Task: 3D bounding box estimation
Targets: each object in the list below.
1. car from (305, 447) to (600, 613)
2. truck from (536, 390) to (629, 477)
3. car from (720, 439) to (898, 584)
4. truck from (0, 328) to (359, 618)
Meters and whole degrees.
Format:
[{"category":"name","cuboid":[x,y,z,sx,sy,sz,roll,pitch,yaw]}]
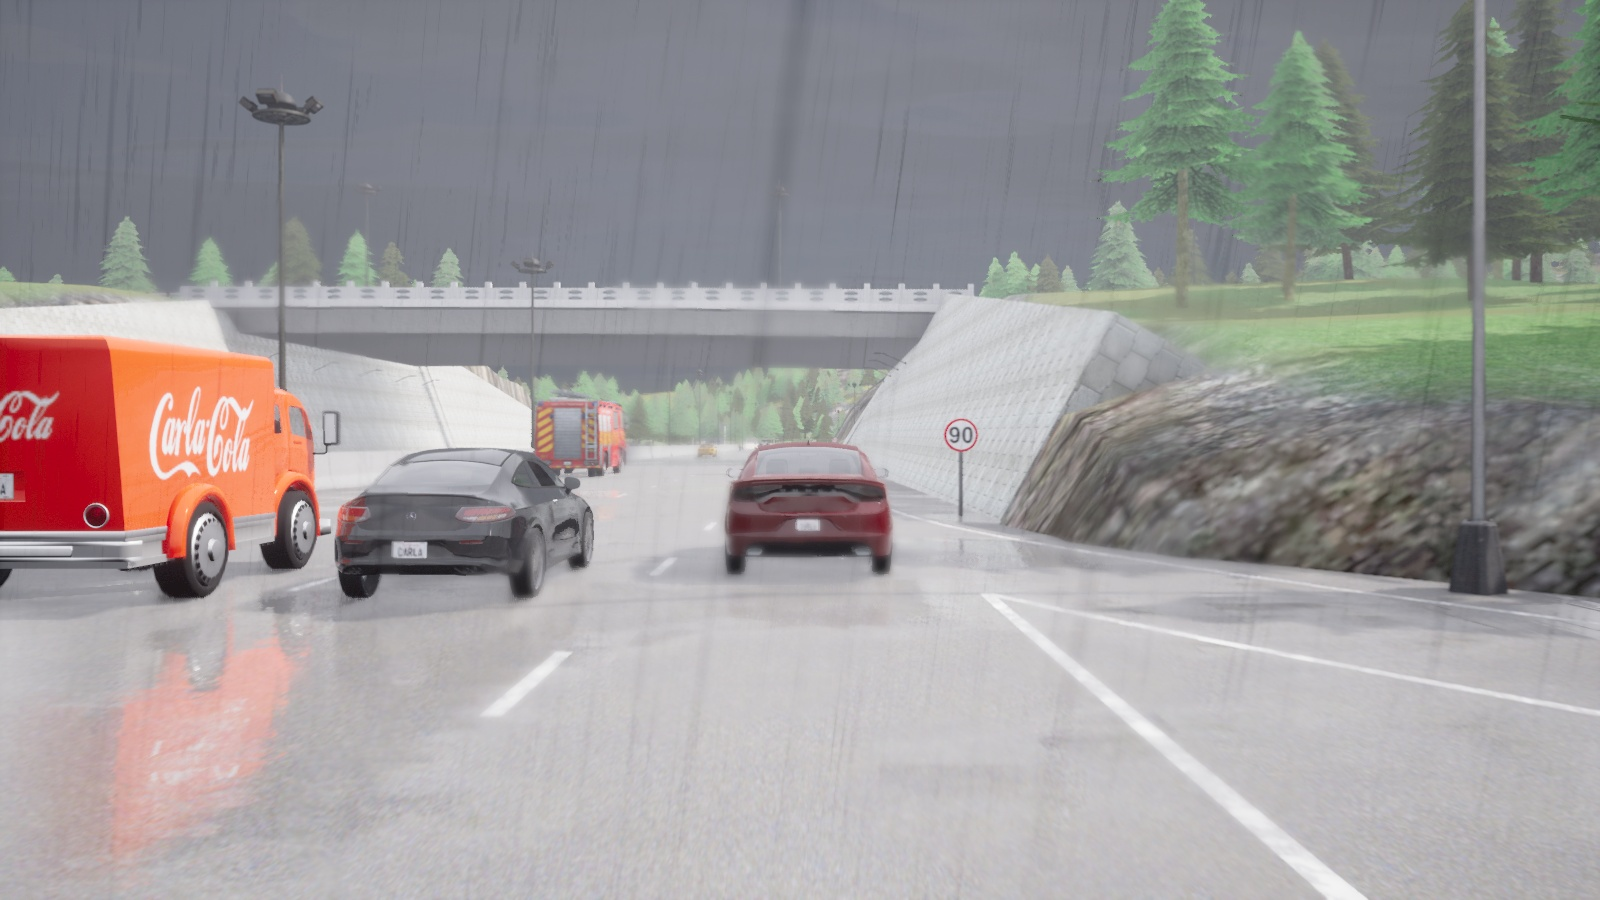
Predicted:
[{"category":"car","cuboid":[-3.409,0.694,13.325,1.812,1.442,4.674,0,0,0]},{"category":"truck","cuboid":[-10.146,-0.761,59.431,2.891,3.827,8.468,0,0,0]},{"category":"car","cuboid":[0.105,0.635,15.802,1.882,1.535,5.008,0,0,0]},{"category":"truck","cuboid":[-6.909,0.179,13.284,2.627,2.467,5.204,0,0,0]}]
